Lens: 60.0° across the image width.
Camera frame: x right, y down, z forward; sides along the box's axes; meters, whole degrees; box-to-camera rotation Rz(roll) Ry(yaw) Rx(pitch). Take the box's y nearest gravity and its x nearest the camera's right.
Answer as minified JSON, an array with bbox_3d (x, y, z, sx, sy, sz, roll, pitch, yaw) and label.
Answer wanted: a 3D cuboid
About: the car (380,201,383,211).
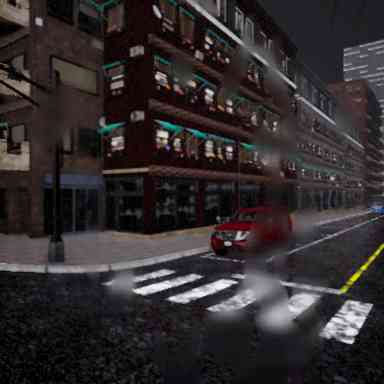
[{"bbox_3d":[38.564,2.757,65.399,2.192,1.841,5.009,-2,-2,35],"label":"car"}]

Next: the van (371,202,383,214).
[{"bbox_3d":[28.794,2.465,51.423,1.690,1.788,3.998,-2,-2,35],"label":"van"}]

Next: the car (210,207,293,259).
[{"bbox_3d":[2.736,1.603,14.160,2.192,1.841,5.009,-1,-2,35],"label":"car"}]
